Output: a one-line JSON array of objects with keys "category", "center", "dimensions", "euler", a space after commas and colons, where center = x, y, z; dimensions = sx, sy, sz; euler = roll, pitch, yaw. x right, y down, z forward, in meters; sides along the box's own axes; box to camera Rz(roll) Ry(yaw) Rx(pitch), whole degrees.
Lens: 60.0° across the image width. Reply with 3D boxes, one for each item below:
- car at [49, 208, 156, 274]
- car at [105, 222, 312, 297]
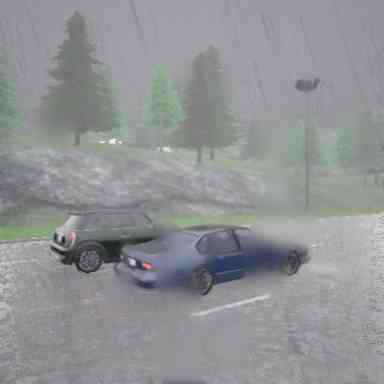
[{"category": "car", "center": [-2.086, 1.353, 10.857], "dimensions": [4.553, 1.767, 2.097], "euler": [0, 0, -35]}, {"category": "car", "center": [0.772, 1.548, 8.595], "dimensions": [5.357, 1.411, 2.033], "euler": [0, 0, -35]}]
